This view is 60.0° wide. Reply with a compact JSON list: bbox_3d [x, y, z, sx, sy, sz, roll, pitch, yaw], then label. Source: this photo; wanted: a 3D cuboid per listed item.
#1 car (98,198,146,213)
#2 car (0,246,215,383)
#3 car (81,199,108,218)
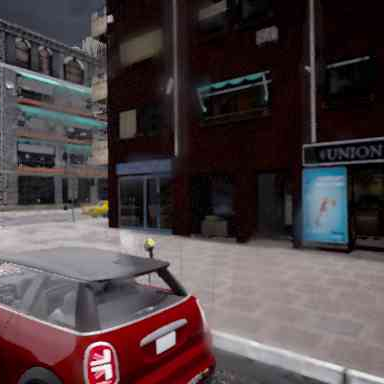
[{"bbox_3d":[-7.098,1.330,34.082,1.895,1.301,4.718,-1,0,36],"label":"car"},{"bbox_3d":[-1.825,1.430,4.248,4.097,1.590,1.967,0,-1,35],"label":"car"},{"bbox_3d":[-6.136,1.225,25.595,1.752,1.417,4.829,0,0,36],"label":"car"}]
